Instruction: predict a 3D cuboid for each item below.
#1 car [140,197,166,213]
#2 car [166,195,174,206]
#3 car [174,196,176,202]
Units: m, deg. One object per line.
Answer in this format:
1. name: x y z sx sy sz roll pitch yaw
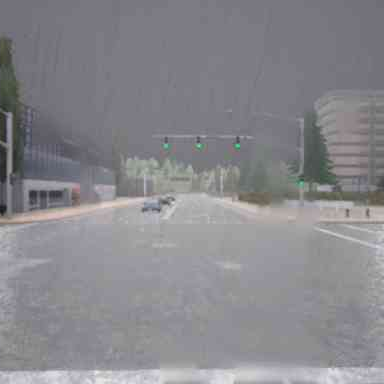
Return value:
1. car: -4.103 1.388 34.728 1.812 1.442 4.674 0 1 0
2. car: -4.216 1.401 49.709 1.895 1.301 4.718 0 0 0
3. car: -4.300 1.338 67.040 1.895 1.301 4.718 0 0 -1
